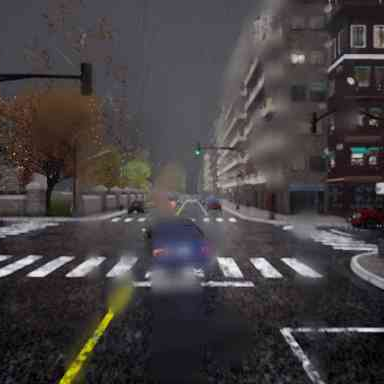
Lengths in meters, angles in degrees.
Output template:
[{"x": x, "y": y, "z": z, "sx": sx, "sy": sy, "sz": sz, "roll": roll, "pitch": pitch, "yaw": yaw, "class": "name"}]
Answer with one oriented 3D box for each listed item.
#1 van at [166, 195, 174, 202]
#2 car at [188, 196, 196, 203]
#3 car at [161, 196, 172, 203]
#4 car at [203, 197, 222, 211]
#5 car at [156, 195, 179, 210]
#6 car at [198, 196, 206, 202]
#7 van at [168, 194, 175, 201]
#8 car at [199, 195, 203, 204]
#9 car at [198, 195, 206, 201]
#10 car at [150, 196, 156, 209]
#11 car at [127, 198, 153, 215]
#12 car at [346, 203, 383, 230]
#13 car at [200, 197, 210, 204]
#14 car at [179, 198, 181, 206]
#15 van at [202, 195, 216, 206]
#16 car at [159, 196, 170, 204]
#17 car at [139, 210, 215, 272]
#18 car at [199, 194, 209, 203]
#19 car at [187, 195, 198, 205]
[{"x": -5.713, "y": 1.561, "z": 86.103, "sx": 1.690, "sy": 1.788, "sz": 3.998, "roll": 0, "pitch": 0, "yaw": 0, "class": "van"}, {"x": -0.020, "y": 1.652, "z": 74.597, "sx": 1.895, "sy": 1.301, "sz": 4.718, "roll": 0, "pitch": 0, "yaw": 0, "class": "car"}, {"x": -5.709, "y": 1.620, "z": 74.842, "sx": 1.967, "sy": 1.590, "sz": 4.097, "roll": 0, "pitch": 0, "yaw": 0, "class": "car"}, {"x": 2.681, "y": 1.625, "z": 41.063, "sx": 1.887, "sy": 1.381, "sz": 4.507, "roll": 0, "pitch": 0, "yaw": 0, "class": "car"}, {"x": -3.104, "y": 1.438, "z": 43.153, "sx": 2.097, "sy": 1.767, "sz": 4.553, "roll": 0, "pitch": 0, "yaw": 0, "class": "car"}, {"x": 2.667, "y": 1.765, "z": 86.105, "sx": 1.887, "sy": 1.381, "sz": 4.507, "roll": 0, "pitch": 0, "yaw": 0, "class": "car"}, {"x": -5.714, "y": 1.583, "z": 91.732, "sx": 1.690, "sy": 1.788, "sz": 3.998, "roll": 0, "pitch": 0, "yaw": 0, "class": "van"}, {"x": 2.676, "y": 1.567, "z": 57.955, "sx": 1.967, "sy": 1.590, "sz": 4.097, "roll": 0, "pitch": 0, "yaw": 0, "class": "car"}, {"x": 2.666, "y": 1.682, "z": 91.735, "sx": 1.967, "sy": 1.590, "sz": 4.097, "roll": 0, "pitch": 0, "yaw": 0, "class": "car"}, {"x": -5.701, "y": 1.620, "z": 46.522, "sx": 1.752, "sy": 1.417, "sz": 4.829, "roll": 0, "pitch": 0, "yaw": 0, "class": "car"}, {"x": -5.698, "y": 1.633, "z": 35.431, "sx": 1.947, "sy": 1.339, "sz": 4.313, "roll": 0, "pitch": 0, "yaw": 0, "class": "car"}, {"x": 13.460, "y": 1.639, "z": 23.114, "sx": 5.009, "sy": 1.841, "sz": 2.192, "roll": 1, "pitch": -1, "yaw": -1, "class": "car"}, {"x": 2.672, "y": 1.706, "z": 69.214, "sx": 1.887, "sy": 1.381, "sz": 4.507, "roll": 0, "pitch": 0, "yaw": 0, "class": "car"}, {"x": -3.075, "y": 1.481, "z": 58.613, "sx": 2.097, "sy": 1.767, "sz": 4.553, "roll": 0, "pitch": 0, "yaw": 0, "class": "car"}, {"x": 2.680, "y": 1.436, "z": 46.695, "sx": 1.690, "sy": 1.788, "sz": 3.998, "roll": 0, "pitch": 0, "yaw": 0, "class": "van"}, {"x": -5.708, "y": 1.602, "z": 69.213, "sx": 1.967, "sy": 1.590, "sz": 4.097, "roll": 0, "pitch": 0, "yaw": 0, "class": "car"}, {"x": -0.623, "y": 1.565, "z": 10.938, "sx": 2.033, "sy": 1.411, "sz": 5.357, "roll": 0, "pitch": 0, "yaw": -10, "class": "car"}, {"x": 2.672, "y": 1.495, "z": 74.845, "sx": 2.192, "sy": 1.841, "sz": 5.009, "roll": 0, "pitch": 0, "yaw": 0, "class": "car"}, {"x": -0.018, "y": 1.748, "z": 64.560, "sx": 1.895, "sy": 1.301, "sz": 4.718, "roll": 0, "pitch": 0, "yaw": 0, "class": "car"}]
